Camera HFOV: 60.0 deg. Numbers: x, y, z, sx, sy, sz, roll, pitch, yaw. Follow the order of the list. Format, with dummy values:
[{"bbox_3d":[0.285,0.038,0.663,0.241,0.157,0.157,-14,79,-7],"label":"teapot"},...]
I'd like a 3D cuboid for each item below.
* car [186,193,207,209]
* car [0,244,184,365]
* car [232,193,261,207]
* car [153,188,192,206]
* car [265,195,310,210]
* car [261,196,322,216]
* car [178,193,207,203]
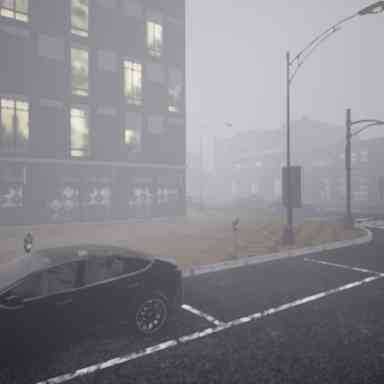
[{"bbox_3d":[-0.179,1.028,34.131,1.802,1.307,4.206,1,0,-36],"label":"car"},{"bbox_3d":[-2.128,1.555,5.037,4.313,1.339,1.947,-1,1,-35],"label":"car"},{"bbox_3d":[6.576,0.841,39.091,1.967,1.590,4.097,0,0,-36],"label":"car"},{"bbox_3d":[-2.524,0.560,41.685,2.150,2.045,5.566,0,1,-36],"label":"car"},{"bbox_3d":[9.859,1.050,34.621,1.802,1.307,4.206,0,0,-36],"label":"car"},{"bbox_3d":[8.198,1.088,27.091,1.812,1.442,4.674,0,1,-36],"label":"car"},{"bbox_3d":[0.008,0.813,48.031,2.008,1.369,4.403,0,0,-36],"label":"car"}]
